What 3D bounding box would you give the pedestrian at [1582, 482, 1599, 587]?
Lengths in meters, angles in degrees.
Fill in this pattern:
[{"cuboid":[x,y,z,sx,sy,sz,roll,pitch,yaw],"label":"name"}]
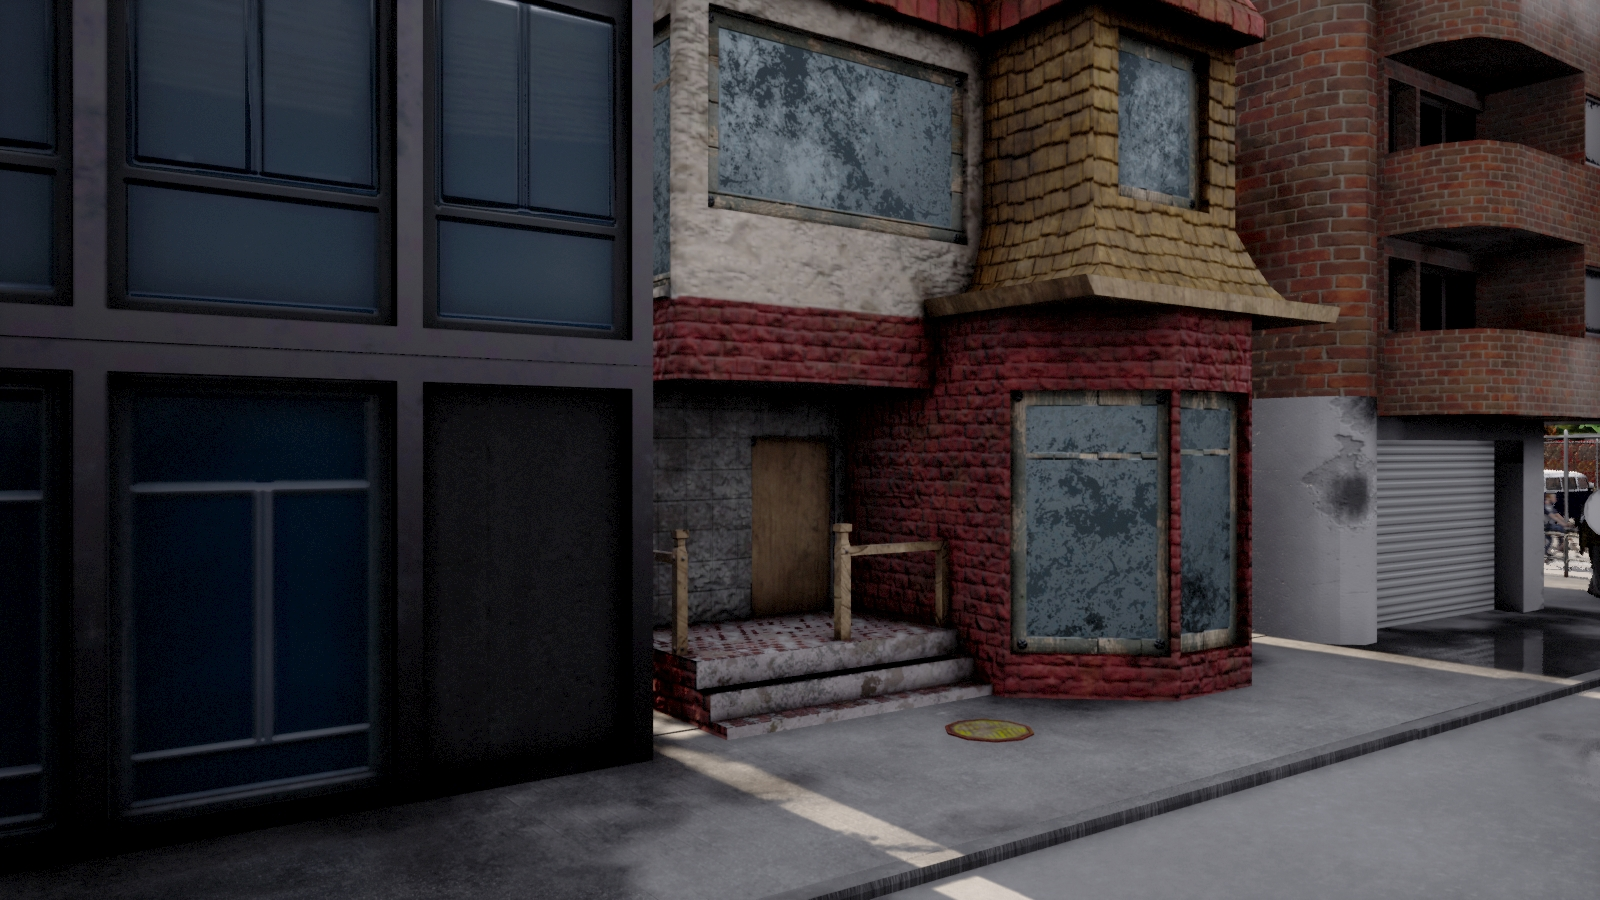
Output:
[{"cuboid":[14.313,1.506,20.515,0.375,1.860,0.375,0,0,20],"label":"pedestrian"}]
